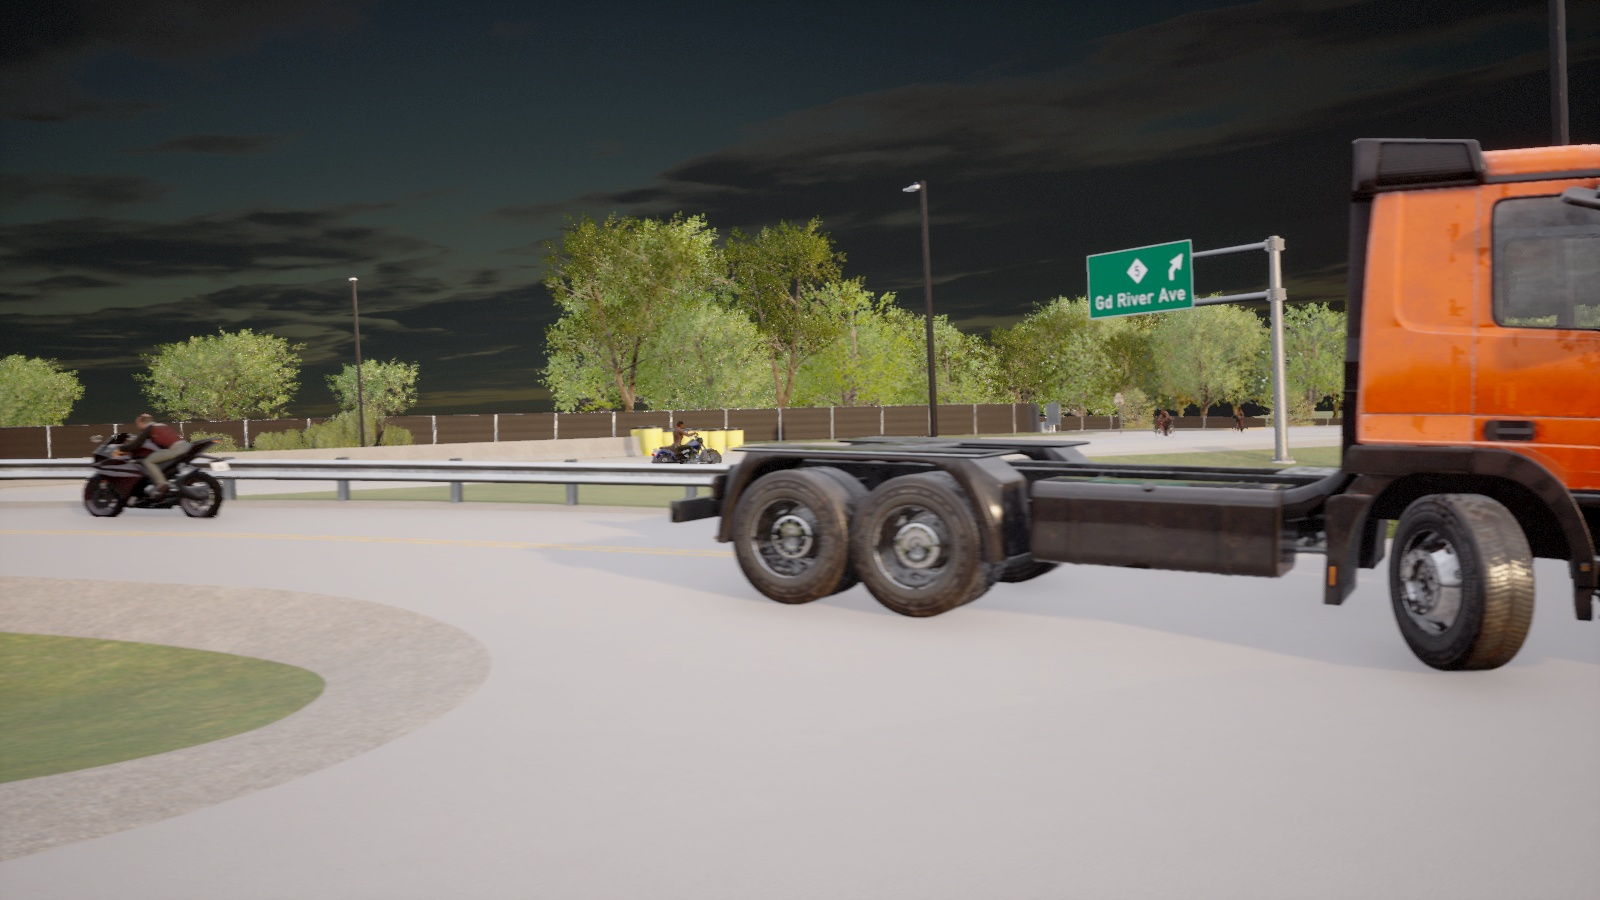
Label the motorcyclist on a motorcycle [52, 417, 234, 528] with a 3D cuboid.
[{"bbox_3d":[-9.366,0.302,17.947,2.191,1.530,0.866,0,2,10],"label":"motorcyclist on a motorcycle"}]

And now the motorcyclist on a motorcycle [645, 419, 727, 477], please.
[{"bbox_3d":[-3.430,-0.075,37.937,2.350,1.649,0.766,-3,1,-36],"label":"motorcyclist on a motorcycle"}]

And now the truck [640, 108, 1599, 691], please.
[{"bbox_3d":[2.761,-0.419,10.310,7.936,3.462,2.891,1,3,31],"label":"truck"}]
